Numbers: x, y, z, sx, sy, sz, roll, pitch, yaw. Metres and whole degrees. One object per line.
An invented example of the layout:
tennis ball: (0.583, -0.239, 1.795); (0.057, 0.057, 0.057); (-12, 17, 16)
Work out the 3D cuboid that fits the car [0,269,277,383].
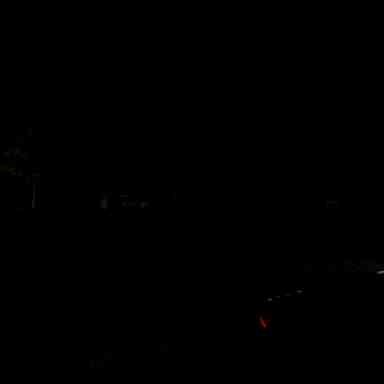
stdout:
car: (-1.202, 1.564, 3.250); (4.181, 1.385, 1.994); (0, 0, -31)
